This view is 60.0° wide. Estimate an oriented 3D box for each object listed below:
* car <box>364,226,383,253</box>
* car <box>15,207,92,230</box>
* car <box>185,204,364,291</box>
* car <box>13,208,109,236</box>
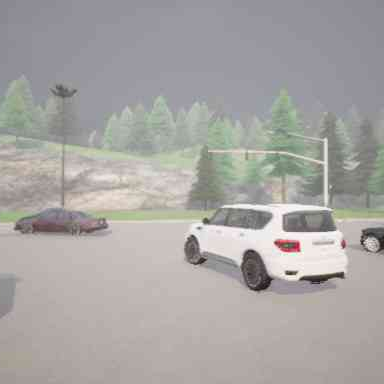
[{"bbox_3d":[8.560,1.632,12.001,1.882,1.535,5.008,1,-1,-23],"label":"car"},{"bbox_3d":[-9.659,1.824,23.376,4.674,1.442,1.812,0,-1,6],"label":"car"},{"bbox_3d":[1.730,1.349,9.711,2.150,2.045,5.566,1,-1,-25],"label":"car"},{"bbox_3d":[-7.692,1.799,19.694,5.357,1.411,2.033,0,-1,11],"label":"car"}]
